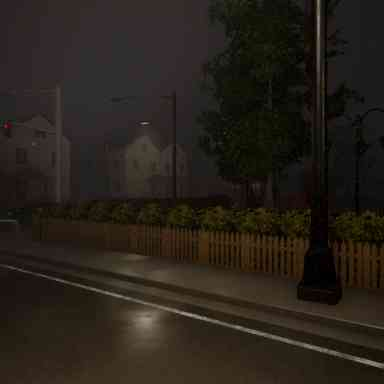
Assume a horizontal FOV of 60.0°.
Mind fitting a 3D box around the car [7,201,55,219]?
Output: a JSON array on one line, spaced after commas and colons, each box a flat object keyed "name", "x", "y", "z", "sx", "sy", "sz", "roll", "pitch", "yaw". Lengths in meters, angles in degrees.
[{"name": "car", "x": -13.761, "y": 1.526, "z": 29.413, "sx": 1.812, "sy": 1.442, "sz": 4.674, "roll": 0, "pitch": 0, "yaw": 35}]

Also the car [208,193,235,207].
[{"name": "car", "x": 4.216, "y": 1.221, "z": 48.863, "sx": 2.150, "sy": 2.045, "sz": 5.566, "roll": 0, "pitch": 0, "yaw": 35}]
